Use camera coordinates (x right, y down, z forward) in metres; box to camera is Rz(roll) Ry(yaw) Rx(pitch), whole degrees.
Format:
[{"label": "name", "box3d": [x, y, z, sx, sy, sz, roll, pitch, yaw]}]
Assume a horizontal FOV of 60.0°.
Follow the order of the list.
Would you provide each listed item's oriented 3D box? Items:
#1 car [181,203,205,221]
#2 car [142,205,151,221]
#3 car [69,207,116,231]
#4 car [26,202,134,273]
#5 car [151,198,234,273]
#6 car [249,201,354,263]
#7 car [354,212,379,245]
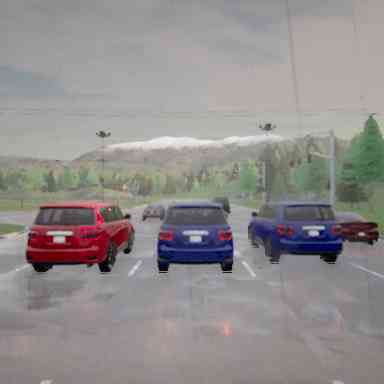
[{"label": "car", "box3d": [0.091, 1.858, 31.815, 2.033, 1.411, 5.357, 0, -1, 0]}, {"label": "car", "box3d": [-3.407, 1.847, 30.753, 2.033, 1.411, 5.357, 0, -1, 0]}, {"label": "car", "box3d": [-6.907, 1.831, 23.593, 1.895, 1.301, 4.718, 0, -1, 0]}, {"label": "car", "box3d": [-3.403, 1.332, 11.189, 2.150, 2.045, 5.566, 0, -1, 0]}, {"label": "car", "box3d": [0.094, 1.331, 11.241, 2.150, 2.045, 5.566, 0, -1, 0]}, {"label": "car", "box3d": [3.603, 1.344, 12.542, 2.150, 2.045, 5.566, 0, -1, 0]}, {"label": "car", "box3d": [7.095, 1.638, 16.372, 1.882, 1.535, 5.008, 0, 0, 0]}]
